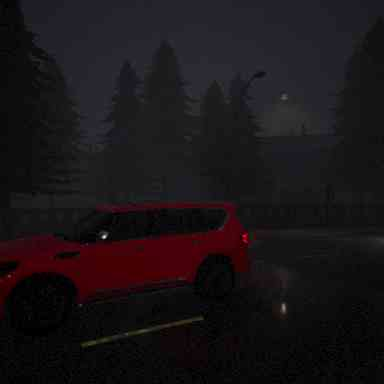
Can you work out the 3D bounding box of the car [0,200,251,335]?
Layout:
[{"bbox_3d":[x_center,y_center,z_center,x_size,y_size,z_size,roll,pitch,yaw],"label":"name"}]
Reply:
[{"bbox_3d":[-1.333,1.221,6.989,5.566,2.045,2.150,0,0,-29],"label":"car"}]
